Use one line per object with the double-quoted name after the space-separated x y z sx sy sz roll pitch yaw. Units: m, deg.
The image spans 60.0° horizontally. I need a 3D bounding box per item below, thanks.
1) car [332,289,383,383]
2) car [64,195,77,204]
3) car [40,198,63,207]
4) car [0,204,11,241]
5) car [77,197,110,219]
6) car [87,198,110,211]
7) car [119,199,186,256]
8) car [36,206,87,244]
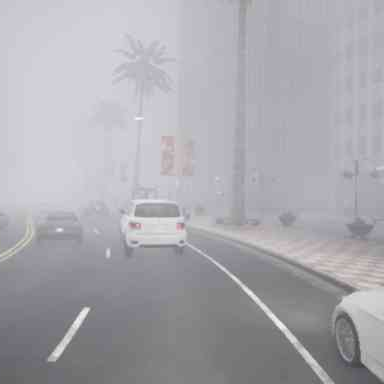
2.978 1.592 2.926 1.812 1.442 4.674 1 0 -1 "car"
-25.693 1.510 71.706 2.185 1.767 4.553 1 0 -26 "car"
-14.963 1.641 34.980 1.895 1.301 4.718 1 0 -26 "car"
-10.000 1.321 15.732 2.097 1.767 4.553 1 0 -21 "car"
-9.062 1.449 30.792 2.097 1.767 4.553 1 0 -26 "car"
-12.793 1.631 45.315 2.231 1.521 4.892 1 0 -26 "car"
-1.753 1.299 13.675 2.150 2.045 5.566 1 -1 -14 "car"
-6.328 1.591 16.042 1.994 1.385 4.181 1 0 -20 "car"
